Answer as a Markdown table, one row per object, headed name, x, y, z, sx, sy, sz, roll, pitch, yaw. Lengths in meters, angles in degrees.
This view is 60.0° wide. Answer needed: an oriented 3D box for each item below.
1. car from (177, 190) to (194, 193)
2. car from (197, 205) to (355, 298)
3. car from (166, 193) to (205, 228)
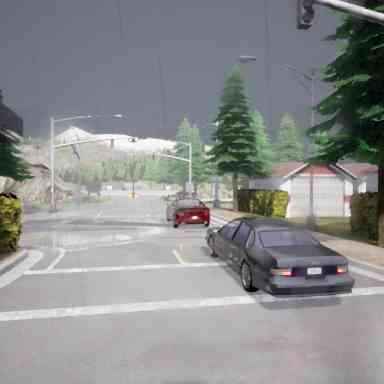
| name | x | y | z | sx | sy | sz | roll | pitch | yaw |
| --- | --- | --- | --- | --- | --- | --- | --- | --- | --- |
| car | -0.967 | 0.386 | 70.291 | 4.902 | 1.511 | 2.128 | 0 | 1 | -11 |
| car | 1.775 | 1.366 | 8.601 | 2.033 | 1.411 | 5.357 | 0 | 3 | -11 |
| car | -0.327 | 1.059 | 18.982 | 1.882 | 1.535 | 5.008 | -1 | 2 | -11 |
